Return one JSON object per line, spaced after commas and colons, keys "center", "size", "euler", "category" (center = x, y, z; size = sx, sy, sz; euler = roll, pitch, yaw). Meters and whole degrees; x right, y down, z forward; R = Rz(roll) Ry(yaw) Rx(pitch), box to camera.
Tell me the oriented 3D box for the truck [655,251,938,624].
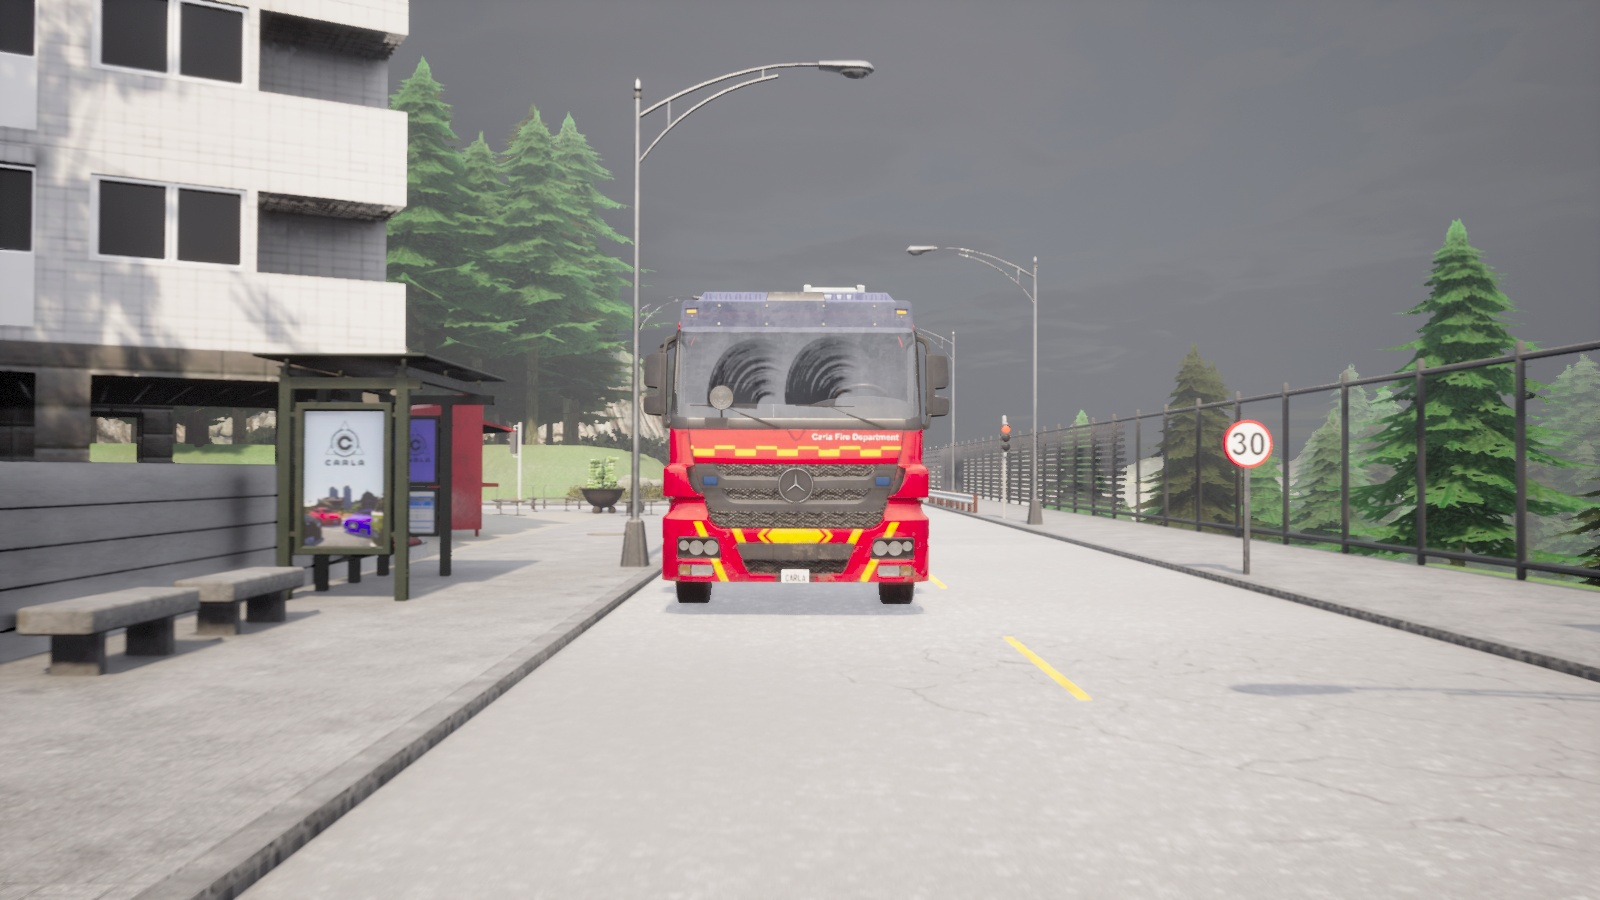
{"center": [-0.052, -0.063, 17.152], "size": [2.891, 3.827, 8.468], "euler": [0, -1, 0], "category": "truck"}
